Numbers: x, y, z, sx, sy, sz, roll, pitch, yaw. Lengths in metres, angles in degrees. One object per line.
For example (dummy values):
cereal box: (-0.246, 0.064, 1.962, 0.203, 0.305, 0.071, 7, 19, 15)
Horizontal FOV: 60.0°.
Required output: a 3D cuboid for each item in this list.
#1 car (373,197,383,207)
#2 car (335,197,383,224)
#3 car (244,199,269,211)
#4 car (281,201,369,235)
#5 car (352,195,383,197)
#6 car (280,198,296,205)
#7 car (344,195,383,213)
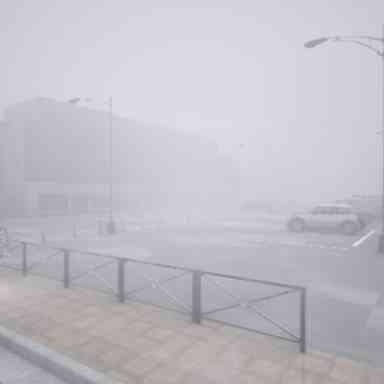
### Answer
car: (30.145, 1.571, 51.475, 3.633, 1.501, 1.845, 0, 0, 35)
car: (10.558, 1.350, 23.337, 5.027, 1.636, 2.152, 0, 0, 35)
car: (8.838, 1.686, 45.248, 2.128, 1.511, 4.902, 0, 0, 36)
car: (7.114, 1.428, 17.912, 3.806, 1.475, 1.970, 0, 0, 35)
car: (17.951, 1.274, 33.779, 3.866, 1.878, 1.905, 0, 0, 35)
car: (16.462, 1.742, 56.003, 2.033, 1.411, 5.357, 0, 0, 35)
car: (19.294, 1.295, 36.388, 4.605, 1.855, 1.932, 0, 0, 35)
